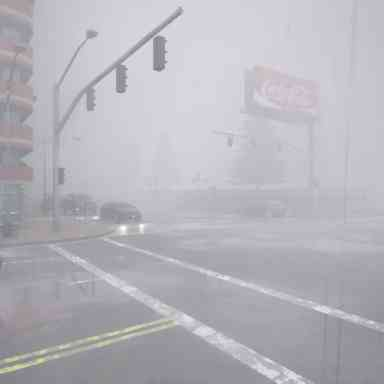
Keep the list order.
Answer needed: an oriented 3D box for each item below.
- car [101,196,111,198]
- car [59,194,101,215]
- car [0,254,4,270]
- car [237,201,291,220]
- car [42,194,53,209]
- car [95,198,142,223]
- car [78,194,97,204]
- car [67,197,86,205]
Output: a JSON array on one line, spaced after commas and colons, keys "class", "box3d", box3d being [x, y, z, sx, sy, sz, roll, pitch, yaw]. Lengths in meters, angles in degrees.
[{"class": "car", "box3d": [-14.984, 1.478, 57.183, 1.882, 1.535, 5.008, 0, 0, -36]}, {"class": "car", "box3d": [-11.612, 1.221, 34.185, 2.150, 2.045, 5.566, 0, 0, -36]}, {"class": "car", "box3d": [-7.291, 1.547, 7.393, 5.357, 1.411, 2.033, 0, 0, -35]}, {"class": "car", "box3d": [5.952, 1.505, 28.009, 1.837, 1.490, 4.892, -3, 2, -40]}, {"class": "car", "box3d": [-17.768, 1.221, 42.758, 2.150, 2.045, 5.566, 0, 0, -35]}, {"class": "car", "box3d": [-5.616, 1.505, 25.848, 1.837, 1.490, 4.892, 0, 0, -36]}, {"class": "car", "box3d": [-20.366, 1.352, 64.663, 2.097, 1.767, 4.553, 0, 0, -36]}, {"class": "car", "box3d": [-20.521, 1.564, 58.887, 1.994, 1.385, 4.181, 0, 0, -36]}]
